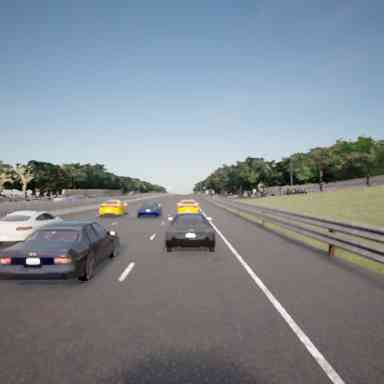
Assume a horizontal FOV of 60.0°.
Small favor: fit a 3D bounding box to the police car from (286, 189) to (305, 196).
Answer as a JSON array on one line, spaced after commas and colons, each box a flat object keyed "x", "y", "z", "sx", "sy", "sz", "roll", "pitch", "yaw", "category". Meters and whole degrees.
[{"x": 21.821, "y": 0.240, "z": 70.437, "sx": 1.930, "sy": 1.638, "sz": 5.238, "roll": 0, "pitch": -3, "yaw": -15, "category": "police car"}]

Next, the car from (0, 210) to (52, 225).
[{"x": -7.091, "y": 1.538, "z": 14.801, "sx": 1.812, "sy": 1.442, "sz": 4.674, "roll": 0, "pitch": 0, "yaw": -1, "category": "car"}]

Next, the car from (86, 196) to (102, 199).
[{"x": -18.532, "y": 1.486, "z": 65.027, "sx": 1.837, "sy": 1.490, "sz": 4.892, "roll": 0, "pitch": 0, "yaw": -1, "category": "car"}]

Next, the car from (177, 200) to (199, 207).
[{"x": -0.367, "y": 1.484, "z": 31.649, "sx": 1.882, "sy": 1.535, "sz": 5.008, "roll": 0, "pitch": 0, "yaw": -1, "category": "car"}]

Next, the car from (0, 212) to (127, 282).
[{"x": -3.507, "y": 1.557, "z": 9.768, "sx": 2.033, "sy": 1.411, "sz": 5.357, "roll": 0, "pitch": 0, "yaw": -1, "category": "car"}]

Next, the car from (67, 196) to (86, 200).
[{"x": -22.029, "y": 1.465, "z": 64.958, "sx": 1.882, "sy": 1.535, "sz": 5.008, "roll": 0, "pitch": 0, "yaw": -1, "category": "car"}]

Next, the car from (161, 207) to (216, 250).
[{"x": -0.083, "y": 1.573, "z": 14.297, "sx": 1.994, "sy": 1.385, "sz": 4.181, "roll": 0, "pitch": 0, "yaw": -1, "category": "car"}]

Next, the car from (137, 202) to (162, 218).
[{"x": -3.852, "y": 1.573, "z": 30.774, "sx": 1.994, "sy": 1.385, "sz": 4.181, "roll": 0, "pitch": 0, "yaw": -1, "category": "car"}]

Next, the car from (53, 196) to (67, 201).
[{"x": -25.527, "y": 1.513, "z": 64.890, "sx": 1.812, "sy": 1.442, "sz": 4.674, "roll": 0, "pitch": 0, "yaw": -1, "category": "car"}]

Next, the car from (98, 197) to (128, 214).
[{"x": -7.369, "y": 1.488, "z": 31.708, "sx": 1.882, "sy": 1.535, "sz": 5.008, "roll": 0, "pitch": 0, "yaw": -1, "category": "car"}]
